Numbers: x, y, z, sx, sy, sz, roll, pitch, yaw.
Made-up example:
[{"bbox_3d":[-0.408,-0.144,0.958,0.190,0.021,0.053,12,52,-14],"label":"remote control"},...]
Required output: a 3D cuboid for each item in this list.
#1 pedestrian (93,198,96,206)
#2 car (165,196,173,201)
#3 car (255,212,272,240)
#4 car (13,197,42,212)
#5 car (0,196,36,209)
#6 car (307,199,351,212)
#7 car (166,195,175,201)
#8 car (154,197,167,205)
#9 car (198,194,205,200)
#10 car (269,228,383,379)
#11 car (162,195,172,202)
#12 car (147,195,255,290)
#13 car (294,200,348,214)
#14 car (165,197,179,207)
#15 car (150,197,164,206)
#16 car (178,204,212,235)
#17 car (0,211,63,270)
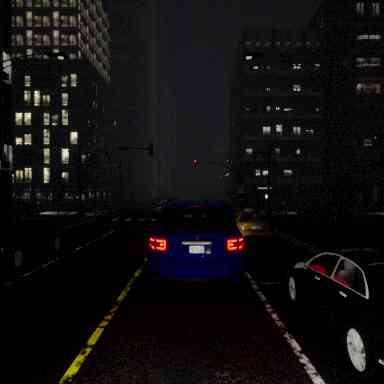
[{"bbox_3d":[-12.555,1.299,43.079,0.500,1.100,0.500,0,0,1],"label":"pedestrian"},{"bbox_3d":[-5.712,1.567,82.828,1.802,1.307,4.206,-1,0,0],"label":"car"},{"bbox_3d":[2.804,1.521,16.772,1.752,1.417,4.829,-1,0,0],"label":"car"},{"bbox_3d":[-17.821,1.442,34.417,4.181,1.385,1.994,0,1,1],"label":"car"},{"bbox_3d":[-21.667,1.274,40.230,4.829,1.417,1.752,0,0,1],"label":"car"},{"bbox_3d":[16.308,1.622,39.737,4.403,1.369,2.008,0,0,1],"label":"car"},{"bbox_3d":[-5.714,1.529,88.483,1.887,1.381,4.507,-1,0,0],"label":"car"},{"bbox_3d":[-5.710,1.553,60.210,1.947,1.339,4.313,-1,0,0],"label":"car"},{"bbox_3d":[2.664,1.424,94.139,1.967,1.590,4.097,-1,0,0],"label":"car"},{"bbox_3d":[2.806,1.549,5.313,2.008,1.369,4.403,-1,0,0],"label":"car"},{"bbox_3d":[-5.712,1.530,77.174,1.887,1.381,4.507,-1,0,0],"label":"car"},{"bbox_3d":[0.095,1.219,9.226,2.150,2.045,5.566,0,0,0],"label":"car"},{"bbox_3d":[14.343,1.646,37.173,5.357,1.411,2.033,0,1,1],"label":"car"},{"bbox_3d":[-3.099,1.552,52.681,1.994,1.385,4.181,0,0,0],"label":"car"},{"bbox_3d":[-5.710,1.513,54.386,1.752,1.417,4.829,-1,0,0],"label":"car"},{"bbox_3d":[0.095,1.520,19.737,1.812,1.442,4.674,0,0,-2],"label":"car"},{"bbox_3d":[-5.834,1.541,11.014,1.887,1.381,4.507,-1,0,0],"label":"car"}]
